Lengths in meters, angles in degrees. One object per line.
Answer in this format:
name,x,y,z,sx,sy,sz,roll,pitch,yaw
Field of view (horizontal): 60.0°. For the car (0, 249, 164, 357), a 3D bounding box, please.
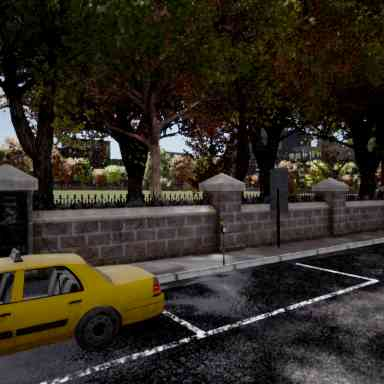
car,-2.735,1.525,4.609,4.829,1.417,1.752,0,0,-35
